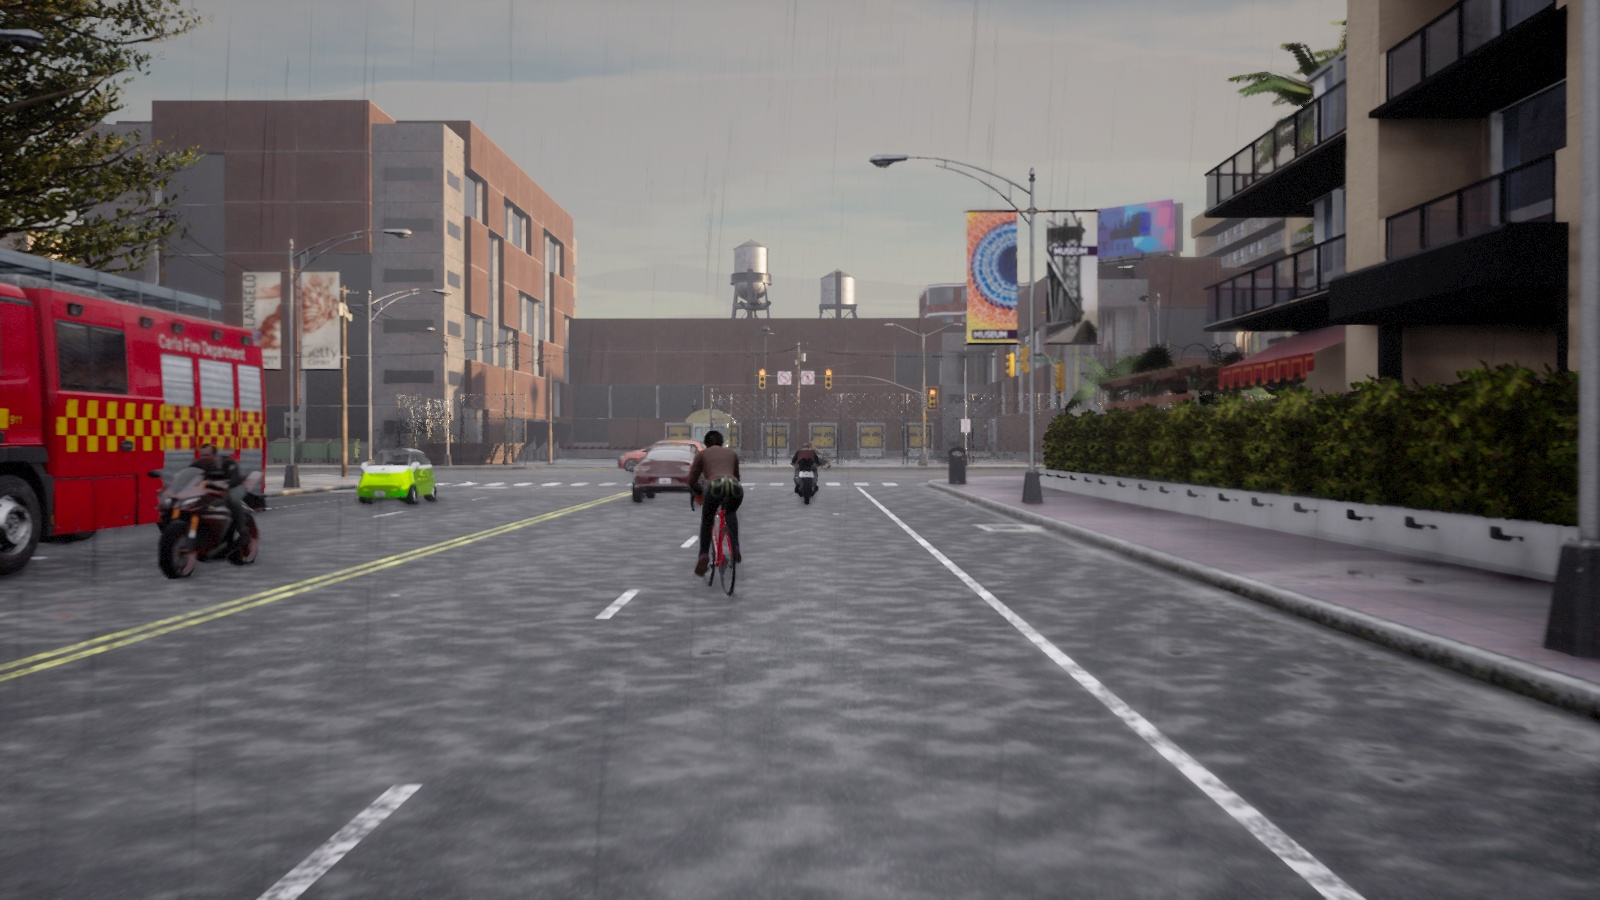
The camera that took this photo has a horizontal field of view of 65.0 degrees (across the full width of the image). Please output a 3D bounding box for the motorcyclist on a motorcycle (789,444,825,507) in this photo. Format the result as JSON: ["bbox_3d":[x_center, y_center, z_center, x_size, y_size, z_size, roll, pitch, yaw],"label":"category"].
[{"bbox_3d":[0.159,0.604,31.487,0.866,1.530,2.191,0,0,0],"label":"motorcyclist on a motorcycle"}]

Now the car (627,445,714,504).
[{"bbox_3d":[-3.329,0.583,33.138,1.812,1.442,4.674,0,0,0],"label":"car"}]

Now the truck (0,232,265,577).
[{"bbox_3d":[-10.301,-0.519,16.493,2.891,3.827,8.468,0,0,0],"label":"truck"}]

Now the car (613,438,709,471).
[{"bbox_3d":[-7.019,0.227,63.671,4.611,1.667,2.242,0,0,1],"label":"car"}]

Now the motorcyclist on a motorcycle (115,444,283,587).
[{"bbox_3d":[-6.902,0.694,14.570,0.866,1.530,2.191,0,0,1],"label":"motorcyclist on a motorcycle"}]

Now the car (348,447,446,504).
[{"bbox_3d":[-10.036,0.617,31.385,1.481,1.376,2.207,0,0,9],"label":"car"}]

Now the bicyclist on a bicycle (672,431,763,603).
[{"bbox_3d":[-0.855,0.627,12.662,0.582,1.620,1.656,0,0,-16],"label":"bicyclist on a bicycle"}]
